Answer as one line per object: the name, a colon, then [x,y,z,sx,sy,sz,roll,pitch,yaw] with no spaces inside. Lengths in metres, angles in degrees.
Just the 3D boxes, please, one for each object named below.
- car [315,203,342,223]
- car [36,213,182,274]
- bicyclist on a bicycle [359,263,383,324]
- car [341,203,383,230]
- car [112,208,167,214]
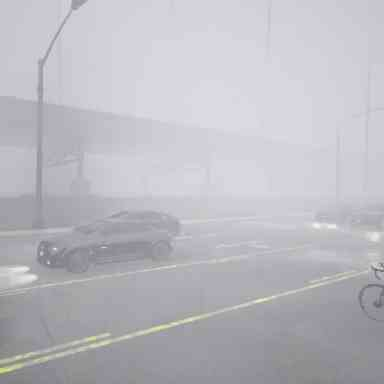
car: [10.987,1.526,24.608,4.181,1.385,1.994,0,0,-35]
car: [-2.671,1.579,10.683,4.181,1.385,1.994,0,0,-35]
bicyclist on a bicycle: [3.508,1.461,5.391,0.582,1.620,1.656,0,-2,-36]
car: [11.802,1.474,20.988,4.892,1.490,1.837,0,0,-35]
car: [-2.780,1.528,14.909,4.892,1.490,1.837,0,0,-35]
